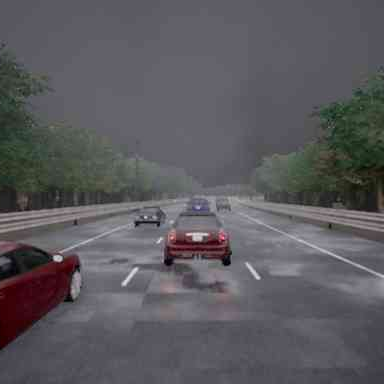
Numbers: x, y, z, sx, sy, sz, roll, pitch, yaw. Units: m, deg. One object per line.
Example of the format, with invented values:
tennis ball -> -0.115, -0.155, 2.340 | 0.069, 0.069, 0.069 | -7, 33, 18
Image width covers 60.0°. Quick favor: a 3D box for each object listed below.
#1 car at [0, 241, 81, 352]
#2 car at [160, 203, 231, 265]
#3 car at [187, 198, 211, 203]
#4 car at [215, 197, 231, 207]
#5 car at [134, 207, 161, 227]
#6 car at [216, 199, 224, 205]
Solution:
car -> -3.374, 1.526, 5.389 | 1.882, 1.535, 5.008 | 0, 0, 0
car -> 0.192, 1.473, 12.361 | 2.097, 1.767, 4.553 | 0, -1, 1
car -> 0.657, 1.592, 32.875 | 2.150, 2.045, 5.566 | 0, -1, 2
car -> 4.891, 2.000, 52.030 | 2.097, 1.767, 4.553 | 0, -1, 3
car -> -3.076, 1.812, 25.127 | 2.033, 1.411, 5.357 | 0, -1, 2
car -> 7.682, 2.711, 90.663 | 2.033, 1.411, 5.357 | 0, -1, 5
